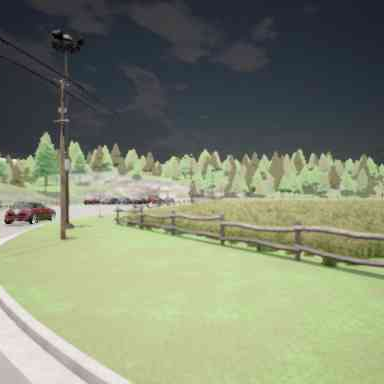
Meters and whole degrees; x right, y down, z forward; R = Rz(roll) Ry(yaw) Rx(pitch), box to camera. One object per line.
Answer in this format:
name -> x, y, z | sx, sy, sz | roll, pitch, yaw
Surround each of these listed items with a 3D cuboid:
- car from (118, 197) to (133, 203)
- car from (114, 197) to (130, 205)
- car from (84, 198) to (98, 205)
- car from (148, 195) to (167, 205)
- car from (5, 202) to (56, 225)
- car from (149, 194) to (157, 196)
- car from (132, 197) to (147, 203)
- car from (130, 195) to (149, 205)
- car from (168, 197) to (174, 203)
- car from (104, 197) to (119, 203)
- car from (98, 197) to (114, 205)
car -> -15.913, 1.998, 79.691 | 1.895, 1.301, 4.718 | 0, 0, 9
car -> -13.945, 1.836, 69.354 | 2.097, 1.767, 4.553 | 0, 0, 9
car -> -20.944, 2.000, 69.886 | 1.882, 1.535, 5.008 | 0, 0, 9
car -> -7.026, 1.954, 68.287 | 1.837, 1.490, 4.892 | 0, 0, 9
car -> -12.826, 1.586, 26.730 | 2.097, 1.767, 4.553 | 0, 0, 3
car -> -8.995, 1.582, 78.641 | 2.150, 2.045, 5.566 | 0, 0, 9
car -> -12.458, 1.920, 79.135 | 2.033, 1.411, 5.357 | 0, 0, 9
car -> -10.563, 1.941, 68.308 | 1.882, 1.535, 5.008 | 0, 0, 9
car -> -5.537, 1.886, 78.083 | 1.994, 1.385, 4.181 | 0, 0, 9
car -> -19.378, 1.904, 80.188 | 1.882, 1.535, 5.008 | 0, 0, 9
car -> -17.420, 2.065, 69.771 | 1.994, 1.385, 4.181 | 0, 0, 9
